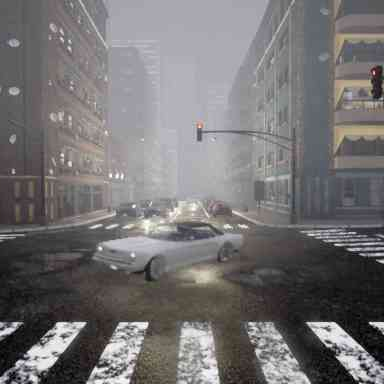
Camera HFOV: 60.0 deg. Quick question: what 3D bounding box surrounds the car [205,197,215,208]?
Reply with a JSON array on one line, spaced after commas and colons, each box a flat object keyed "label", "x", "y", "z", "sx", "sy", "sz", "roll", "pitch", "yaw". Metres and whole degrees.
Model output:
[{"label": "car", "x": 2.704, "y": 1.570, "z": 35.777, "sx": 1.947, "sy": 1.339, "sz": 4.313, "roll": 0, "pitch": 0, "yaw": 0}]

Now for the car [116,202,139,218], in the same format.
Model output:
[{"label": "car", "x": -5.680, "y": 1.568, "z": 30.270, "sx": 1.947, "sy": 1.339, "sz": 4.313, "roll": 0, "pitch": 0, "yaw": 0}]

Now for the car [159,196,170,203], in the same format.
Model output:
[{"label": "car", "x": -5.660, "y": 1.604, "z": 68.935, "sx": 1.802, "sy": 1.307, "sz": 4.206, "roll": 0, "pitch": 0, "yaw": 0}]

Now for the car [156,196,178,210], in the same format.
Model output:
[{"label": "car", "x": -3.076, "y": 1.510, "z": 39.895, "sx": 1.837, "sy": 1.490, "sz": 4.892, "roll": 0, "pitch": 0, "yaw": 0}]

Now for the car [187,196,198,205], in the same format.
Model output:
[{"label": "car", "x": 0.032, "y": 1.542, "z": 59.711, "sx": 1.812, "sy": 1.442, "sz": 4.674, "roll": 0, "pitch": 0, "yaw": 0}]

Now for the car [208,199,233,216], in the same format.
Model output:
[{"label": "car", "x": 2.701, "y": 1.584, "z": 30.254, "sx": 1.802, "sy": 1.307, "sz": 4.206, "roll": 0, "pitch": 0, "yaw": 0}]

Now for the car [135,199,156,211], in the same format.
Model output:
[{"label": "car", "x": -5.674, "y": 1.572, "z": 41.317, "sx": 1.947, "sy": 1.339, "sz": 4.313, "roll": 0, "pitch": 0, "yaw": 0}]

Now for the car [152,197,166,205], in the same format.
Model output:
[{"label": "car", "x": -5.666, "y": 1.560, "z": 57.888, "sx": 1.887, "sy": 1.381, "sz": 4.507, "roll": 0, "pitch": 0, "yaw": 0}]

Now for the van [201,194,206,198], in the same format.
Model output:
[{"label": "van", "x": 2.711, "y": 1.353, "z": 52.347, "sx": 1.690, "sy": 1.788, "sz": 3.998, "roll": 0, "pitch": 0, "yaw": 0}]

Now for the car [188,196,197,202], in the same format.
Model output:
[{"label": "car", "x": 0.038, "y": 1.451, "z": 69.746, "sx": 1.895, "sy": 1.301, "sz": 4.718, "roll": 0, "pitch": 0, "yaw": 0}]

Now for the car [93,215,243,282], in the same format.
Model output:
[{"label": "car", "x": -0.508, "y": 1.600, "z": 10.052, "sx": 1.895, "sy": 1.301, "sz": 4.718, "roll": 0, "pitch": 0, "yaw": 43}]

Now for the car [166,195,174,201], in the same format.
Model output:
[{"label": "car", "x": -5.652, "y": 1.561, "z": 85.335, "sx": 1.752, "sy": 1.417, "sz": 4.829, "roll": 0, "pitch": 0, "yaw": 0}]

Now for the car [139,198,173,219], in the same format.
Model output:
[{"label": "car", "x": -3.085, "y": 1.549, "z": 29.776, "sx": 2.033, "sy": 1.411, "sz": 5.357, "roll": 0, "pitch": 0, "yaw": 0}]

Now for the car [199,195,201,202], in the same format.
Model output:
[{"label": "car", "x": 2.715, "y": 1.581, "z": 57.871, "sx": 1.947, "sy": 1.339, "sz": 4.313, "roll": 0, "pitch": 0, "yaw": 0}]

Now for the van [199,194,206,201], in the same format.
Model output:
[{"label": "van", "x": 2.728, "y": 1.377, "z": 85.489, "sx": 1.690, "sy": 1.788, "sz": 3.998, "roll": -1, "pitch": 0, "yaw": 0}]

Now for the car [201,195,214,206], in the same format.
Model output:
[{"label": "car", "x": 2.709, "y": 1.554, "z": 46.824, "sx": 1.887, "sy": 1.381, "sz": 4.507, "roll": 0, "pitch": 0, "yaw": 0}]
